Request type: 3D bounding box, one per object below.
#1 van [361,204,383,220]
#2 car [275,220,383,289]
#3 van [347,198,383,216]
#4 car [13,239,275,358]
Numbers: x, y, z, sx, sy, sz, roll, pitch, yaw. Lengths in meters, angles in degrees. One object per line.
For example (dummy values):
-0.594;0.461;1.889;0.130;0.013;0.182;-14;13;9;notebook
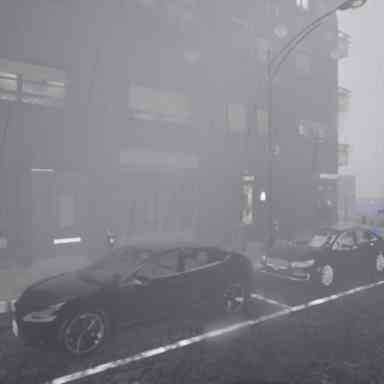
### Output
8.367;1.471;12.541;3.998;1.788;1.690;1;-1;-35;van
3.806;1.629;9.286;4.403;1.369;2.008;1;-1;-35;car
17.594;1.519;33.181;1.690;1.788;3.998;0;0;-35;van
-0.755;1.591;6.033;4.313;1.339;1.947;1;-1;-35;car
